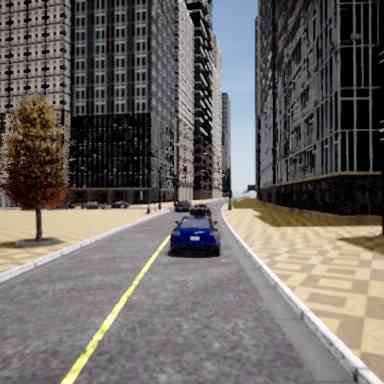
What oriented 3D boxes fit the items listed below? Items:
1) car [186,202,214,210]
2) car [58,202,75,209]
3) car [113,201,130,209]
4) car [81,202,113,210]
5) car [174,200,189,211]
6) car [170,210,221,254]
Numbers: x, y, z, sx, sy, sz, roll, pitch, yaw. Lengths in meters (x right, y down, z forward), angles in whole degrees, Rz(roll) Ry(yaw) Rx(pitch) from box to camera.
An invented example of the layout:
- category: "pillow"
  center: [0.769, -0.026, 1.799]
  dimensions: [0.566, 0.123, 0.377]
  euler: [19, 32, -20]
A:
- category: "car"
  center: [0.804, 1.770, 29.180]
  dimensions: [1.837, 1.490, 4.892]
  euler: [0, 0, 3]
- category: "car"
  center: [-24.692, 2.621, 64.304]
  dimensions: [4.313, 1.339, 1.947]
  euler: [-1, 0, 13]
- category: "car"
  center: [-13.741, 2.385, 61.733]
  dimensions: [4.403, 1.369, 2.008]
  euler: [-1, 0, 13]
- category: "car"
  center: [-15.657, 2.278, 53.576]
  dimensions: [4.403, 1.369, 2.008]
  euler: [-1, 0, 13]
- category: "car"
  center: [-1.153, 1.861, 43.975]
  dimensions: [1.882, 1.535, 5.008]
  euler: [0, -1, 5]
- category: "car"
  center: [0.177, 1.695, 14.244]
  dimensions: [1.994, 1.385, 4.181]
  euler: [0, 0, 2]
